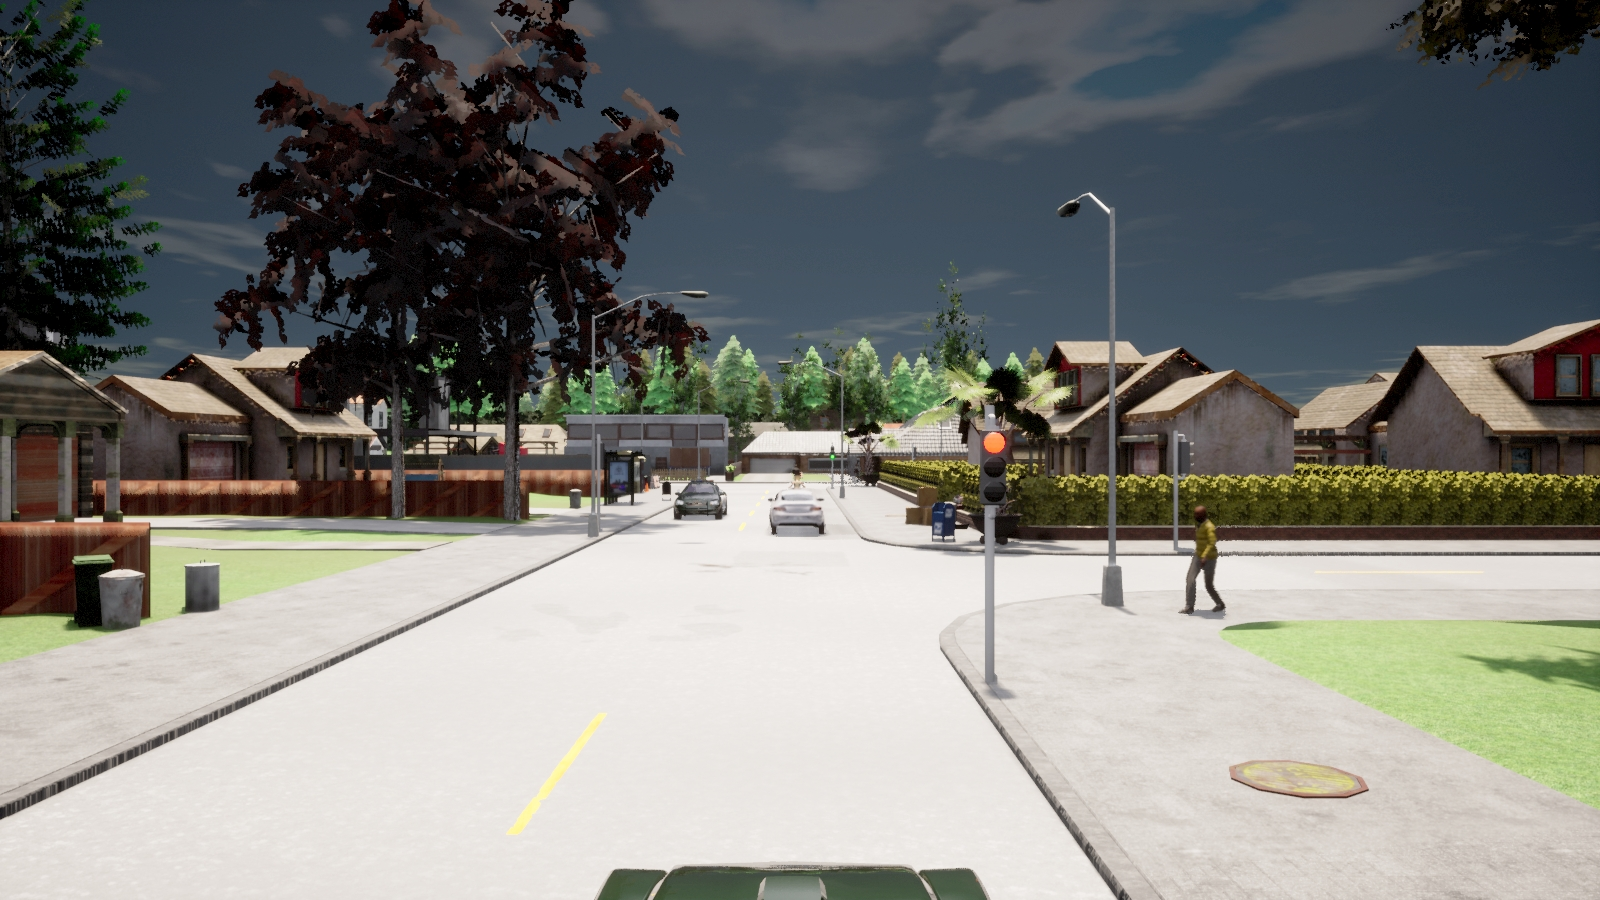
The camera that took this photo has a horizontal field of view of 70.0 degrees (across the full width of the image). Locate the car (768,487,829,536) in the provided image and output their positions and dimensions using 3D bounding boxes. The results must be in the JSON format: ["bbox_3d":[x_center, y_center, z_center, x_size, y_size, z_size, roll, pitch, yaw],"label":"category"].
[{"bbox_3d":[-0.123,2.081,39.733,2.002,1.442,4.674,0,0,-2],"label":"car"}]

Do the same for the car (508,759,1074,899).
[{"bbox_3d":[-0.028,2.155,3.193,1.895,1.301,4.718,0,0,0],"label":"car"}]

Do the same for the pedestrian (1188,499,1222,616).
[{"bbox_3d":[6.619,1.743,18.678,0.375,1.860,0.375,0,0,-17],"label":"pedestrian"}]

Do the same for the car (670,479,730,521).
[{"bbox_3d":[-4.107,2.038,47.608,2.038,1.542,4.974,0,0,0],"label":"car"}]
